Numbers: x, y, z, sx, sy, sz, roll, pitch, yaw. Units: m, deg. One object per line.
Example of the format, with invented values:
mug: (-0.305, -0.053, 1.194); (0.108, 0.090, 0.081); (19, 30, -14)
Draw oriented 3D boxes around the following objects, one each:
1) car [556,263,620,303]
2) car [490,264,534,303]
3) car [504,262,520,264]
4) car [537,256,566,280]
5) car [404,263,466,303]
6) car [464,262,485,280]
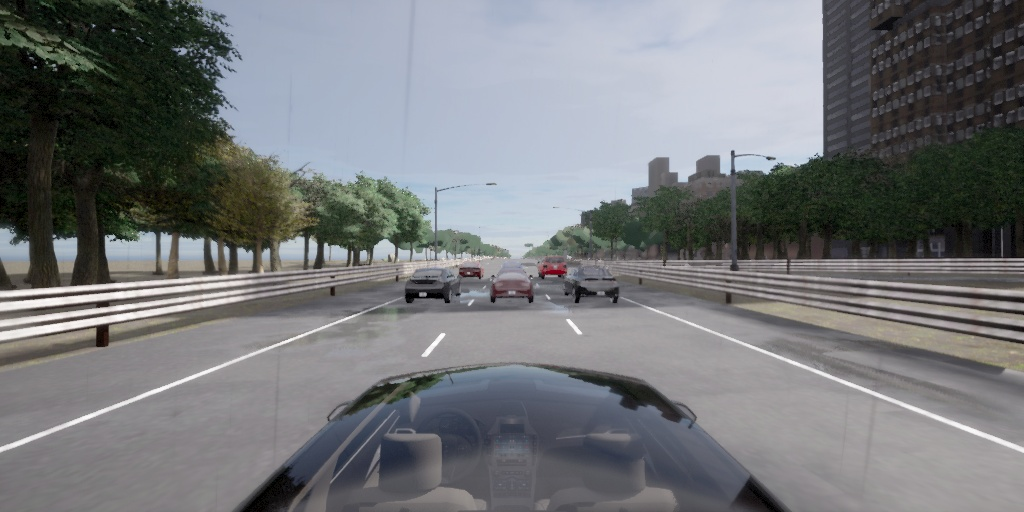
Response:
car: (3.500, 1.245, 16.500); (2.128, 1.511, 4.902); (0, 0, 0)
car: (0.000, 1.283, 16.500); (1.812, 1.442, 4.674); (0, 0, 0)
car: (0.000, 1.231, 31.499); (1.882, 1.535, 5.008); (0, 0, 0)
car: (3.500, 1.004, 31.530); (2.150, 2.045, 5.566); (0, 0, 0)
car: (-3.500, 1.266, 16.500); (1.837, 1.490, 4.892); (0, 0, 0)
car: (-3.500, 1.231, 31.500); (1.882, 1.535, 5.008); (0, 0, 0)
